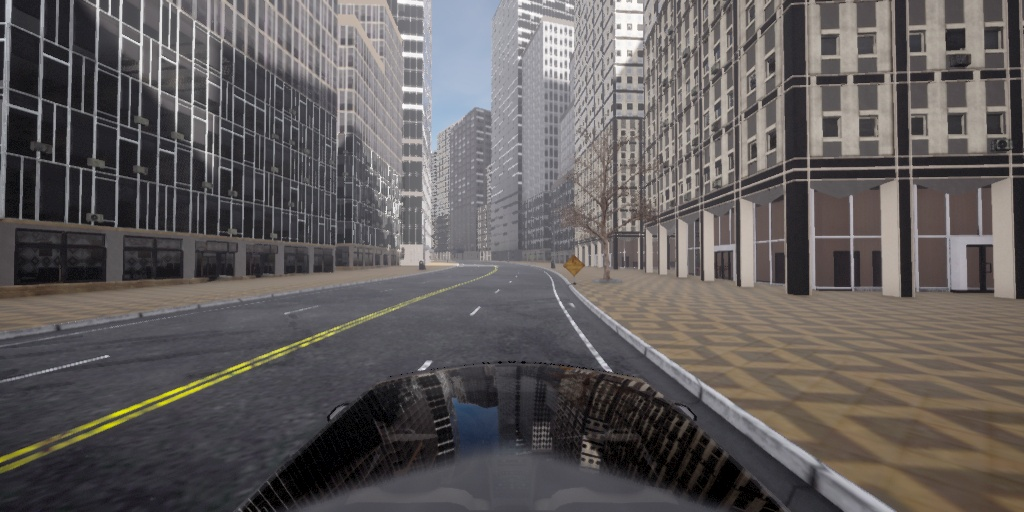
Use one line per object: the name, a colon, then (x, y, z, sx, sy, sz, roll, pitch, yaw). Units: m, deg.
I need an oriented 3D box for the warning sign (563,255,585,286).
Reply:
warning sign: (3.794, 0.865, 21.773, 1.300, 1.860, 1.060, 0, 0, 5)
